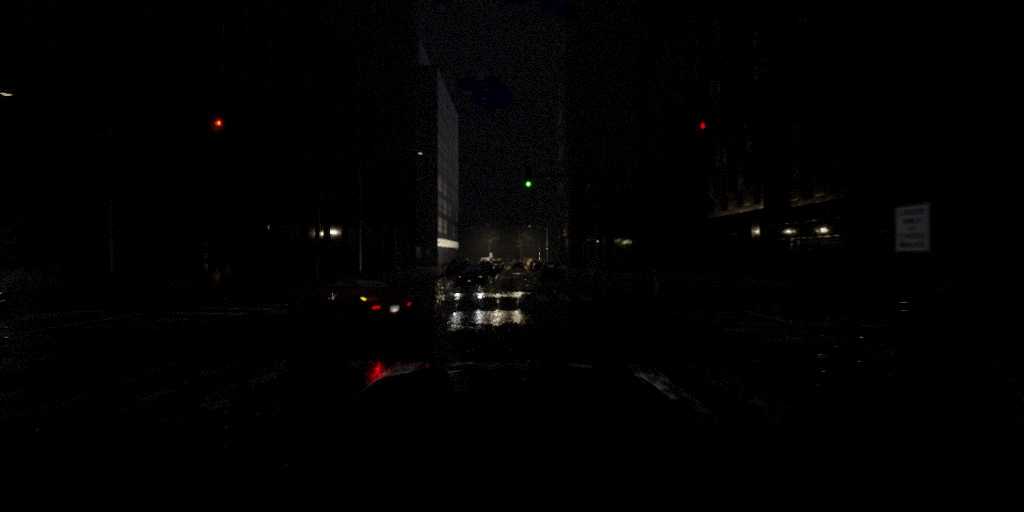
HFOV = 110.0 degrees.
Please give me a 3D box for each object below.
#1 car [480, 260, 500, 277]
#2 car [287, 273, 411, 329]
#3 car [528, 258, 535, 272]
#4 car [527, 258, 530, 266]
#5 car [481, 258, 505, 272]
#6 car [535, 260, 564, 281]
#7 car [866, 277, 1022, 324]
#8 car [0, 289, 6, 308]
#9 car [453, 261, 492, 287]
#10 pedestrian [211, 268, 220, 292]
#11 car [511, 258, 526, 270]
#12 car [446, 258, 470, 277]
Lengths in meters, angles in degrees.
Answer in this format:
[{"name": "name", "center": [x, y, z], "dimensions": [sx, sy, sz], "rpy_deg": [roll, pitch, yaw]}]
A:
[{"name": "car", "center": [-2.548, 1.372, 35.321], "dimensions": [1.994, 1.385, 4.181], "rpy_deg": [0, 0, 1]}, {"name": "car", "center": [-5.070, 1.232, 11.132], "dimensions": [4.674, 1.442, 1.812], "rpy_deg": [1, -1, 36]}, {"name": "car", "center": [3.478, 1.354, 46.729], "dimensions": [2.007, 1.370, 4.403], "rpy_deg": [0, 0, 1]}, {"name": "car", "center": [3.561, 1.358, 52.167], "dimensions": [1.888, 1.381, 4.507], "rpy_deg": [0, 0, 1]}, {"name": "car", "center": [-2.341, 1.316, 45.425], "dimensions": [2.128, 1.511, 4.902], "rpy_deg": [0, 0, 1]}, {"name": "car", "center": [3.228, 1.218, 30.419], "dimensions": [1.967, 1.591, 4.097], "rpy_deg": [0, 0, 1]}, {"name": "car", "center": [15.872, 1.519, 12.971], "dimensions": [5.008, 1.535, 1.882], "rpy_deg": [1, 0, 1]}, {"name": "car", "center": [-17.672, 1.012, 10.225], "dimensions": [4.892, 1.490, 1.837], "rpy_deg": [1, 0, 1]}, {"name": "car", "center": [-2.714, 1.320, 25.355], "dimensions": [1.812, 1.442, 4.674], "rpy_deg": [0, 0, 1]}, {"name": "pedestrian", "center": [-13.521, 1.097, 16.406], "dimensions": [0.500, 1.100, 0.500], "rpy_deg": [0, -1, 1]}, {"name": "car", "center": [0.861, 1.431, 56.452], "dimensions": [1.895, 1.301, 4.718], "rpy_deg": [0, 0, 1]}, {"name": "car", "center": [-5.213, 1.135, 35.986], "dimensions": [2.192, 1.841, 5.009], "rpy_deg": [0, 0, 1]}]
